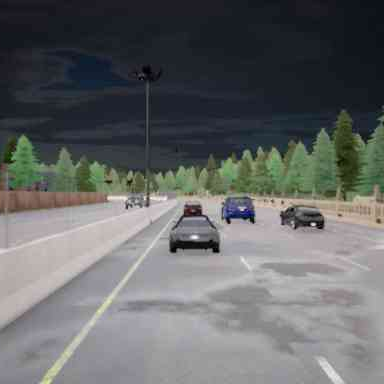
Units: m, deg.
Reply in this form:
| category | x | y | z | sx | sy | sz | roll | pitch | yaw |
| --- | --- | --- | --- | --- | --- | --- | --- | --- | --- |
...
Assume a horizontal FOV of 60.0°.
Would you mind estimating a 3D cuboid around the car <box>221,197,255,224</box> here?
| category | x | y | z | sx | sy | sz | roll | pitch | yaw |
| --- | --- | --- | --- | --- | --- | --- | --- | --- | --- |
| car | 3.595 | 1.377 | 26.584 | 2.150 | 2.045 | 5.566 | 0 | 0 | 0 |

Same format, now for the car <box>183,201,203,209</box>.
| category | x | y | z | sx | sy | sz | roll | pitch | yaw |
| --- | --- | --- | --- | --- | --- | --- | --- | --- | --- |
| car | 0.091 | 1.680 | 35.042 | 1.882 | 1.535 | 5.008 | 0 | 0 | 0 |

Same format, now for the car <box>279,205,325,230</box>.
| category | x | y | z | sx | sy | sz | roll | pitch | yaw |
| --- | --- | --- | --- | --- | --- | --- | --- | --- | --- |
| car | 7.096 | 1.634 | 21.868 | 1.837 | 1.490 | 4.892 | 0 | 0 | 0 |

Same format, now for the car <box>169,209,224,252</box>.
| category | x | y | z | sx | sy | sz | roll | pitch | yaw |
| --- | --- | --- | --- | --- | --- | --- | --- | --- | --- |
| car | 0.097 | 1.647 | 14.263 | 1.994 | 1.385 | 4.181 | 0 | 0 | 0 |
